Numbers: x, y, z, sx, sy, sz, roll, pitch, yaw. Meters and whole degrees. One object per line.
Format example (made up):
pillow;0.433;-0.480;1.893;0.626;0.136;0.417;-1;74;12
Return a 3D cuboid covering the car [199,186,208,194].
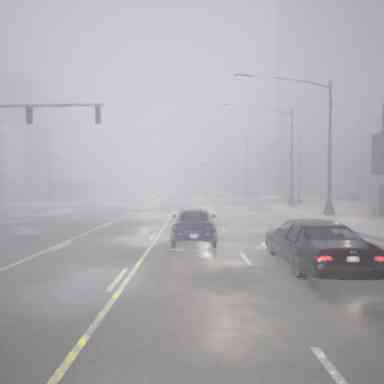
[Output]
car;3.476;-0.140;90.499;2.033;1.411;5.357;0;1;0

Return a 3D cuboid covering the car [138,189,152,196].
car;-10.519;0.107;72.347;1.812;1.442;4.674;0;1;0

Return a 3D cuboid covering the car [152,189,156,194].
car;-10.523;-0.125;87.998;2.128;1.511;4.902;0;1;0

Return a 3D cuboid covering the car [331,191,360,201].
car;22.047;0.611;48.201;4.181;1.385;1.994;0;2;1

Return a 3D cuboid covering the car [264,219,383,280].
car;3.565;1.503;9.846;2.033;1.411;5.357;0;1;0

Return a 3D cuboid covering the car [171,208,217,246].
car;0.083;1.424;14.534;1.812;1.442;4.674;0;1;0

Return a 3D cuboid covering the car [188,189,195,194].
car;-0.024;-0.203;90.497;1.882;1.535;5.008;0;1;0
